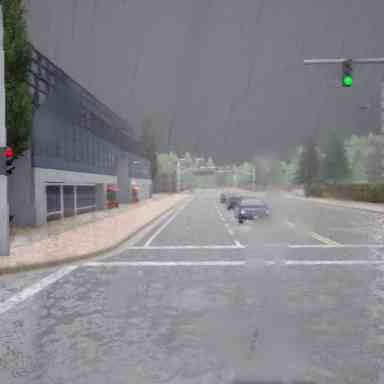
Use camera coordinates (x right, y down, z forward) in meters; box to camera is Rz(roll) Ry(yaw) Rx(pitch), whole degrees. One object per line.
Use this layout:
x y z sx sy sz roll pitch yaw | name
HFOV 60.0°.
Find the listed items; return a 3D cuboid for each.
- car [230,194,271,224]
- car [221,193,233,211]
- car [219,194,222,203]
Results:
3.628 1.064 20.649 1.812 1.442 4.674 -1 1 2 | car
3.941 0.958 29.824 1.895 1.301 4.718 -1 1 2 | car
4.287 0.759 39.877 1.895 1.301 4.718 -1 1 2 | car
